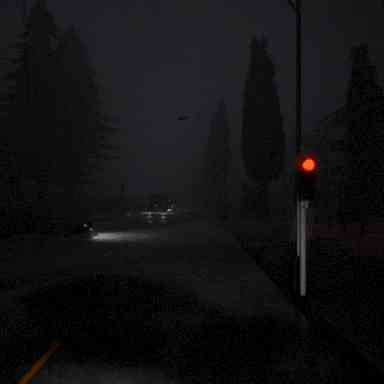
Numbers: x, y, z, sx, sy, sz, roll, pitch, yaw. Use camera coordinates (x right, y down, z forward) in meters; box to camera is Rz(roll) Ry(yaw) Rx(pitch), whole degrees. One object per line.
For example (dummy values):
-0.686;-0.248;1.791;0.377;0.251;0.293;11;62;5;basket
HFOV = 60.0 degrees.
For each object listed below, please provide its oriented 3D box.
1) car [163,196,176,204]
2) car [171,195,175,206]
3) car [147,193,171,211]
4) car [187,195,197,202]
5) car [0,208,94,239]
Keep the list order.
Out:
-4.090;1.515;61.899;2.033;1.411;5.357;0;0;0;car
-4.136;1.195;51.196;2.150;2.045;5.566;0;0;0;car
-4.141;1.200;40.760;2.150;2.045;5.566;0;0;0;car
-0.020;1.512;73.122;2.097;1.767;4.553;0;0;0;car
-7.809;1.539;16.778;5.357;1.411;2.033;0;0;-5;car
